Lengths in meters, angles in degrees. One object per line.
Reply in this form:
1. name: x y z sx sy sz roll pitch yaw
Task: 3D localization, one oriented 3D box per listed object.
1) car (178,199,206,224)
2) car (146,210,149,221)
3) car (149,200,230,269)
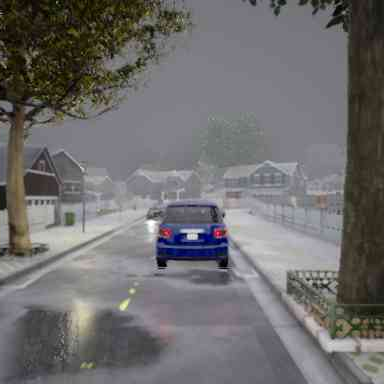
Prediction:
1. car: 0.039 1.513 27.228 2.097 1.767 4.553 0 0 0
2. car: -2.802 1.738 29.321 1.994 1.385 4.181 0 0 0
3. car: 0.035 1.290 11.602 2.150 2.045 5.566 0 0 1
